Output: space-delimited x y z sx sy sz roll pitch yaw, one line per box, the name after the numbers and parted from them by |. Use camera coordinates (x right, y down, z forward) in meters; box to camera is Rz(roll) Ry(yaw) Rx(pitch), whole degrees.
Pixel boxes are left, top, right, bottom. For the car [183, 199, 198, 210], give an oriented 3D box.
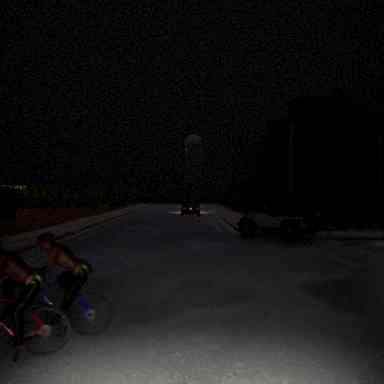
-0.222 1.601 43.220 1.895 1.301 4.718 0 0 0 | car

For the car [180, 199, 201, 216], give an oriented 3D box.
-0.140 1.547 32.318 2.033 1.411 5.357 0 0 0 | car

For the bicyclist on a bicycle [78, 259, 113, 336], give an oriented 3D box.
-2.058 1.448 5.102 1.656 1.620 0.582 -1 0 -7 | bicyclist on a bicycle

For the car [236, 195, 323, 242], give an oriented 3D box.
4.049 1.144 15.477 1.905 1.878 3.866 -8 3 -43 | car

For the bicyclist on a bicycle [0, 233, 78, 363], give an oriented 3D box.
-2.487 1.450 4.452 1.656 1.620 0.582 -1 0 -12 | bicyclist on a bicycle
